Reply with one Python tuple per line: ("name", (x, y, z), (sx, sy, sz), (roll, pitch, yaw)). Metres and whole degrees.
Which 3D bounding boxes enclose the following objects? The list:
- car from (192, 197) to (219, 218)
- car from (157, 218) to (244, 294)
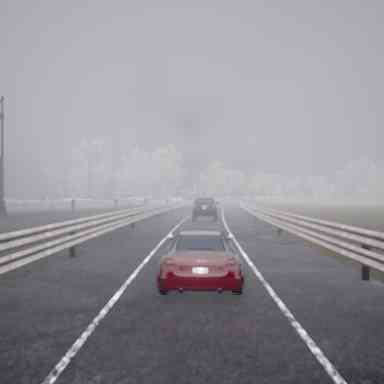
("car", (1.245, 1.475, 30.431), (2.150, 2.045, 5.566), (0, 0, 4))
("car", (0.227, 1.641, 9.029), (1.994, 1.385, 4.181), (0, 0, 1))
